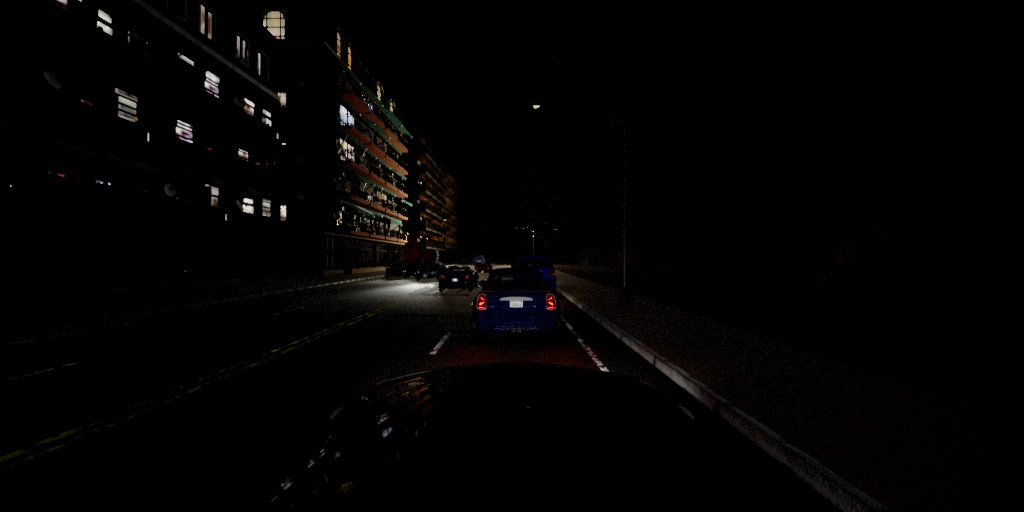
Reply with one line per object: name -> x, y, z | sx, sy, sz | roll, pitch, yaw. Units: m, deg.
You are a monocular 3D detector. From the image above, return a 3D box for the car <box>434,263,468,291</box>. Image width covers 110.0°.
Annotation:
car -> -3.151, 1.315, 21.828 | 1.994, 1.385, 4.181 | 0, 0, 0

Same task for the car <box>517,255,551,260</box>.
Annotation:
car -> 1.137, 0.977, 19.747 | 2.150, 2.045, 5.566 | 0, 0, 0

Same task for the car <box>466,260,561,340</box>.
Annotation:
car -> 0.098, 1.103, 10.173 | 2.097, 1.767, 4.553 | 0, 0, 0

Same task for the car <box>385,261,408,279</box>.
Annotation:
car -> -9.849, 1.229, 32.254 | 1.882, 1.535, 5.008 | 0, 0, 0

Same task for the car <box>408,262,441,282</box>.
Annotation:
car -> -6.599, 1.243, 29.617 | 2.128, 1.511, 4.902 | 0, 0, 0

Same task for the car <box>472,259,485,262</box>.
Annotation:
car -> -3.148, 1.351, 40.755 | 1.895, 1.301, 4.718 | 0, 0, 0
